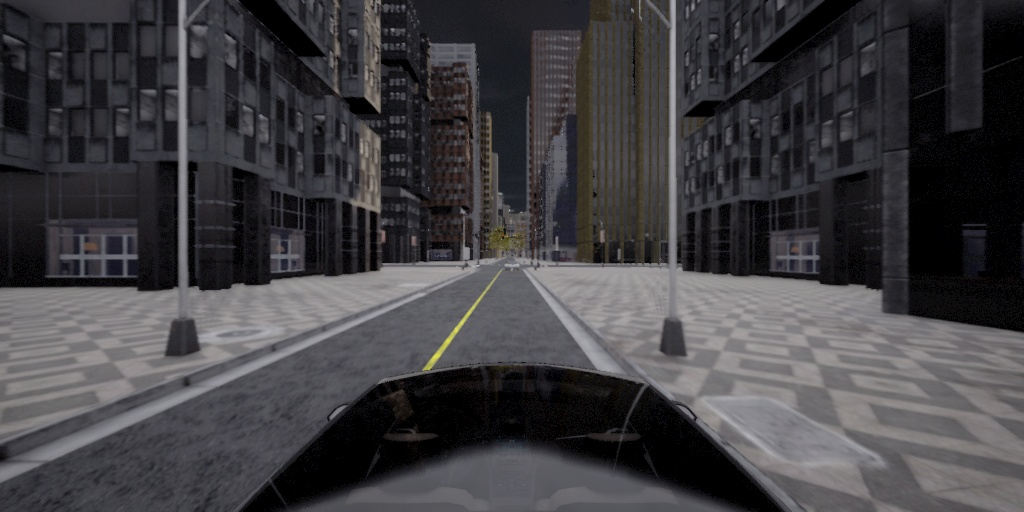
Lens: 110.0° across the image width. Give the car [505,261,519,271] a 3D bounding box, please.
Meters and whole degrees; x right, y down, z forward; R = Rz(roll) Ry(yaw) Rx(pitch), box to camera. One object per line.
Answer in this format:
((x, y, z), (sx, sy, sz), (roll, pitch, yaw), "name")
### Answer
((0.024, 1.326, 49.233), (1.895, 1.301, 4.718), (0, 0, 0), "car")
